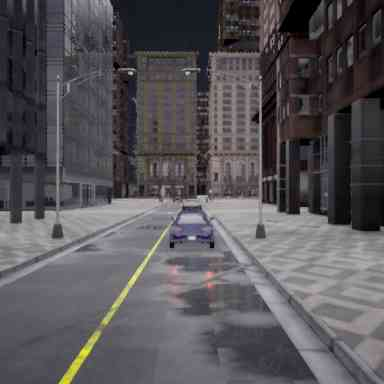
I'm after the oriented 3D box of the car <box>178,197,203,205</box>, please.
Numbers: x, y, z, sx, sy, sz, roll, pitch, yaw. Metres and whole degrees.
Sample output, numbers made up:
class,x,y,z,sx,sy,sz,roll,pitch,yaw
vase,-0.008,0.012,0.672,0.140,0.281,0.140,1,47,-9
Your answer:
class,x,y,z,sx,sy,sz,roll,pitch,yaw
car,0.000,1.500,29.651,1.882,1.535,5.008,0,0,0

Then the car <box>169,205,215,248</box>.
class,x,y,z,sx,sy,sz,roll,pitch,yaw
car,0.000,1.536,14.651,1.812,1.442,4.674,0,0,0

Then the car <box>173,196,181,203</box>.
class,x,y,z,sx,sy,sz,roll,pitch,yaw
car,-3.000,1.624,70.399,1.994,1.385,4.181,0,0,0
